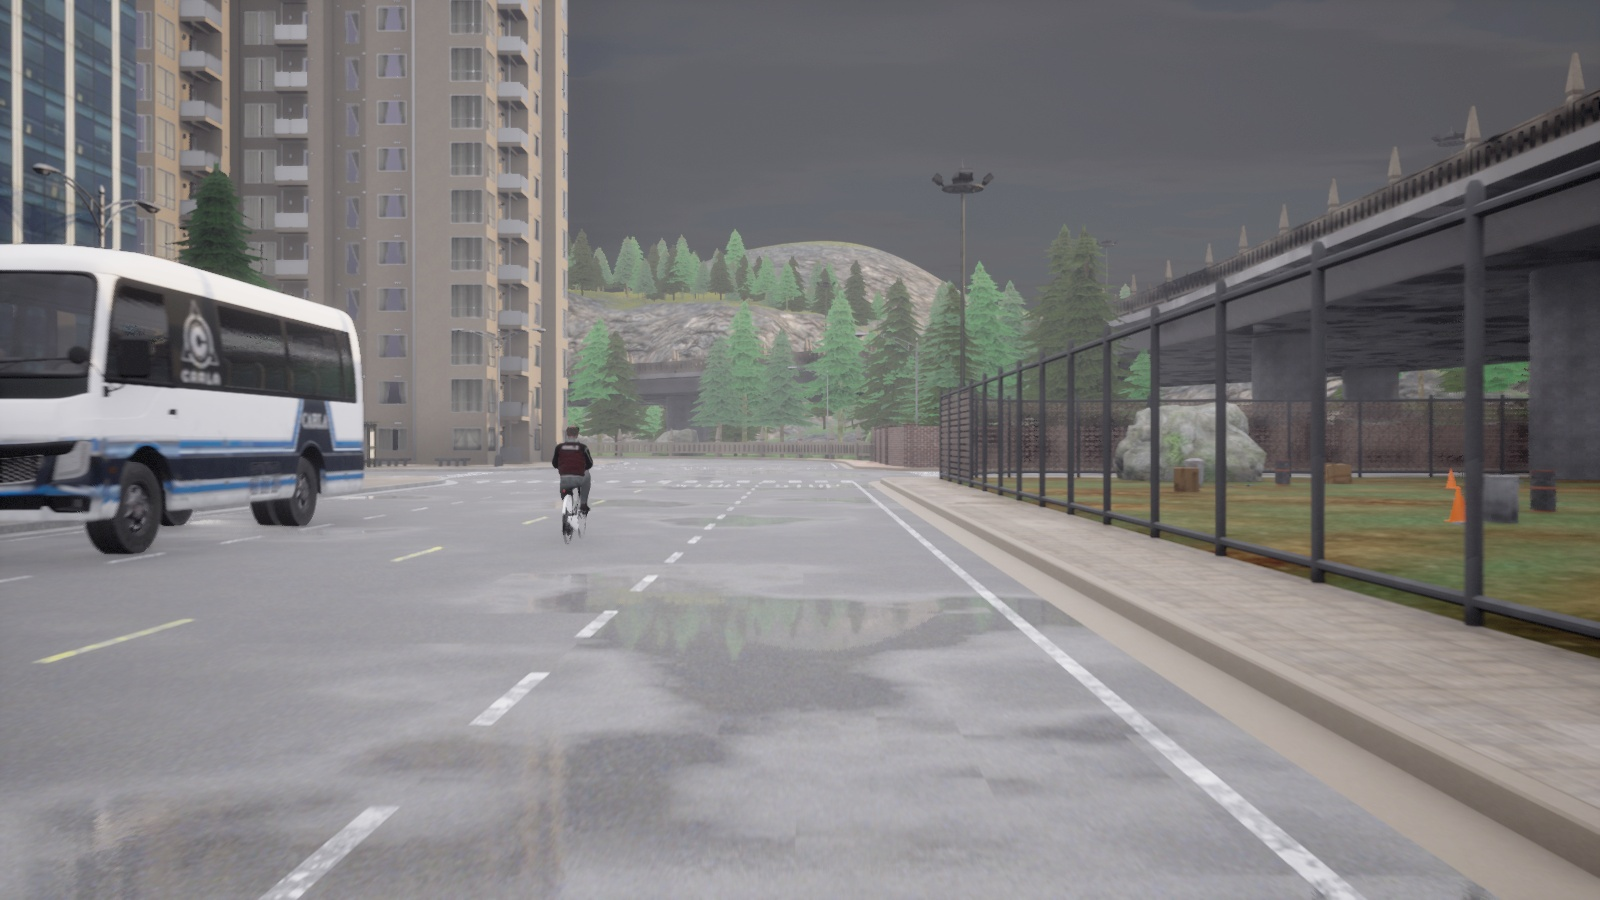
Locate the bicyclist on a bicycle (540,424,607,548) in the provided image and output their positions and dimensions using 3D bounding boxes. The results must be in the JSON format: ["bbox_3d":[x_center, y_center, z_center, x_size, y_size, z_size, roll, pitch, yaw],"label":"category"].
[{"bbox_3d":[-3.378,0.508,18.883,0.659,1.776,1.843,0,1,0],"label":"bicyclist on a bicycle"}]

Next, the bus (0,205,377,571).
[{"bbox_3d":[-10.372,-0.749,19.718,3.944,4.253,10.273,0,0,0],"label":"bus"}]
